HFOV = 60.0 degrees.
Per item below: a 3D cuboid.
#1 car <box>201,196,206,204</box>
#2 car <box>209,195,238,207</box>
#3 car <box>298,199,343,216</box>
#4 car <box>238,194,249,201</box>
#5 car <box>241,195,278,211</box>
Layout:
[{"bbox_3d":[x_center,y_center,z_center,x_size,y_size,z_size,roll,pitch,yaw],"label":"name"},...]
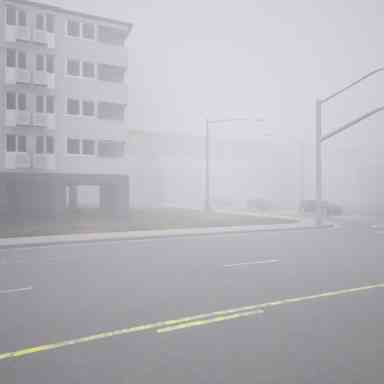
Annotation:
[{"bbox_3d":[2.728,1.505,61.448,1.837,1.490,4.892,0,0,3],"label":"car"},{"bbox_3d":[4.676,1.505,51.310,1.837,1.490,4.892,0,0,-21],"label":"car"},{"bbox_3d":[12.834,1.505,33.440,1.837,1.490,4.892,0,0,-25],"label":"car"},{"bbox_3d":[11.407,1.540,75.339,2.033,1.411,5.357,0,0,41],"label":"car"},{"bbox_3d":[8.803,1.491,42.015,2.128,1.511,4.902,0,0,-25],"label":"car"}]
